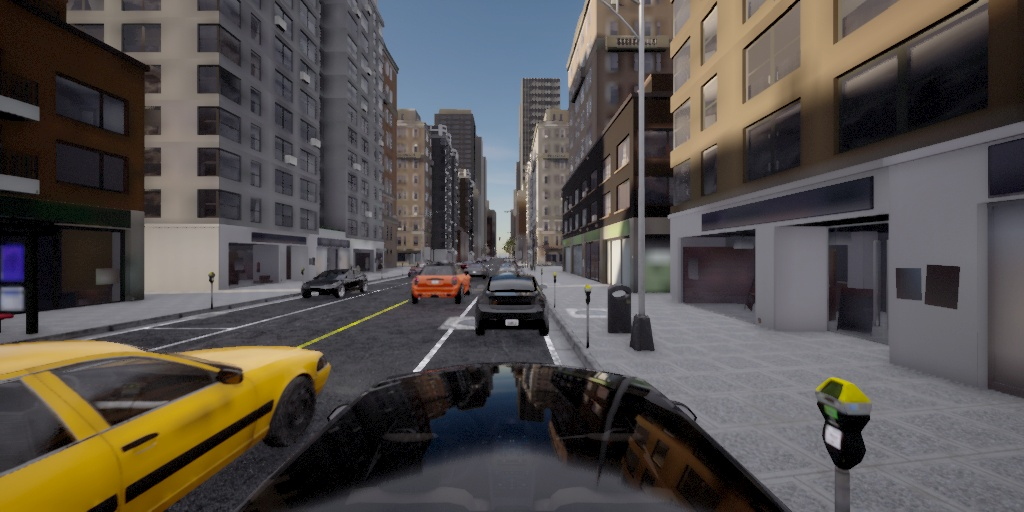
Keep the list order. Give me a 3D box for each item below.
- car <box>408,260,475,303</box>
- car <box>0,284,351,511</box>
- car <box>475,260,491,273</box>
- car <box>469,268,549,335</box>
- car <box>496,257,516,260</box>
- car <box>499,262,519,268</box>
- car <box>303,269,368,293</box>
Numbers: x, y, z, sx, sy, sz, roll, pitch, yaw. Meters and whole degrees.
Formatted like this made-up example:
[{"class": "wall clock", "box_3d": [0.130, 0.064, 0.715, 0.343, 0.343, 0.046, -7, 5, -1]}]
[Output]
[{"class": "car", "box_3d": [-3.144, 1.100, 16.827, 2.097, 1.767, 4.553, 0, 0, 0]}, {"class": "car", "box_3d": [-3.145, 1.205, 2.229, 1.801, 1.575, 5.366, 0, 0, 0]}, {"class": "car", "box_3d": [-3.142, 1.315, 32.054, 1.994, 1.385, 4.181, 0, 0, 0]}, {"class": "car", "box_3d": [0.000, 1.254, 10.500, 1.837, 1.490, 4.892, 0, 0, 0]}, {"class": "car", "box_3d": [-0.288, 1.066, 40.309, 2.192, 1.841, 5.009, 0, 0, 0]}, {"class": "car", "box_3d": [-0.288, 1.301, 23.738, 2.007, 1.370, 4.403, 0, 0, 0]}, {"class": "car", "box_3d": [-8.813, 1.316, 18.202, 1.948, 1.339, 4.313, 0, 0, 0]}]
